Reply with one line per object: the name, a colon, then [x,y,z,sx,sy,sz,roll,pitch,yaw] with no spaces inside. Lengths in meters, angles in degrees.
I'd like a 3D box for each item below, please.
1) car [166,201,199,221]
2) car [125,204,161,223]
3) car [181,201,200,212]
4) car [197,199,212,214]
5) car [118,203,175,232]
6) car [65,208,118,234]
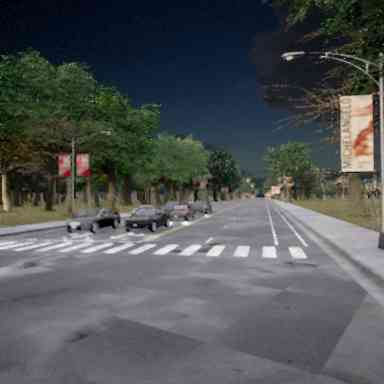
car: [-0.958,1.918,31.931,1.812,1.442,4.674,-1,-1,12]
car: [-4.480,1.949,31.002,1.812,1.442,4.674,-1,-1,12]
car: [-0.220,2.147,50.561,1.812,1.442,4.674,-1,-1,13]
car: [1.197,1.843,41.887,2.097,1.767,4.553,-1,-1,13]
car: [-2.948,1.780,22.741,1.882,1.535,5.008,-1,-1,12]
car: [-6.438,1.827,22.009,2.128,1.511,4.902,-1,-1,13]
